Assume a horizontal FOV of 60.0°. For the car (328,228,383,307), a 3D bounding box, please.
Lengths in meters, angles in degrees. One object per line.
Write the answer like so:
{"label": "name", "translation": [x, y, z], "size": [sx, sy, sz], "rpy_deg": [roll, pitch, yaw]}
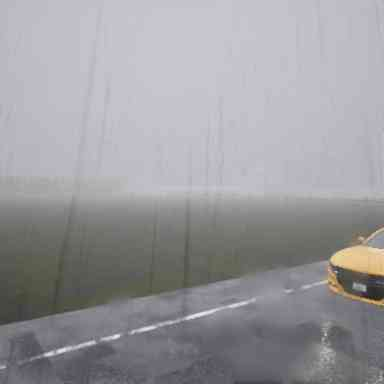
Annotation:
{"label": "car", "translation": [5.119, 1.474, 7.536], "size": [5.008, 1.535, 1.882], "rpy_deg": [0, 0, -35]}
